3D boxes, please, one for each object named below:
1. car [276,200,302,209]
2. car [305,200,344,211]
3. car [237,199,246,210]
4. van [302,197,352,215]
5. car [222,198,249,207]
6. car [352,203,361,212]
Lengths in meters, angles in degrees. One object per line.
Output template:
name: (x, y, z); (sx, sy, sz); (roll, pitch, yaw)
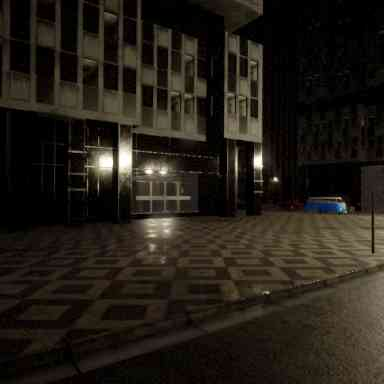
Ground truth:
car: (14.111, 1.819, 48.327); (1.802, 1.307, 4.206); (0, 0, -36)
car: (17.397, 1.749, 43.732); (2.008, 1.369, 4.403); (0, 0, -36)
car: (7.182, 1.706, 43.362); (1.887, 1.381, 4.507); (0, 0, -36)
van: (13.752, 1.425, 34.173); (1.690, 1.788, 3.998); (0, 0, -36)
car: (7.441, 1.840, 57.655); (1.752, 1.417, 4.829); (0, 0, -36)
car: (20.682, 1.725, 39.137); (1.947, 1.339, 4.313); (0, 0, -36)
